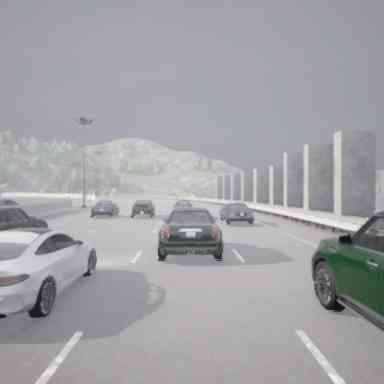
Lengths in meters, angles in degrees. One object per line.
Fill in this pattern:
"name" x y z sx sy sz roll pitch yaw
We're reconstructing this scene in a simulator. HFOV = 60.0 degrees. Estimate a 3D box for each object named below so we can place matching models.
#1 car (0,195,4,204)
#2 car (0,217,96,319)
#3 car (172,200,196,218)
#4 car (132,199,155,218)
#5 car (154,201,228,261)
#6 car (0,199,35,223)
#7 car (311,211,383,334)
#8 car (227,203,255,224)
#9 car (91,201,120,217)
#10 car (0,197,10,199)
"car" -32.738 1.256 54.624 1.882 1.535 5.008 0 0 -13
"car" -3.495 1.507 7.206 1.812 1.442 4.674 0 0 -1
"car" -0.816 1.481 30.234 1.994 1.385 4.181 0 0 -4
"car" -4.275 1.425 29.637 1.837 1.490 4.892 0 0 -4
"car" -0.088 1.318 12.370 2.097 1.767 4.553 0 0 -1
"car" -7.087 1.320 12.347 2.097 1.767 4.553 0 0 -1
"car" 3.559 1.208 4.560 2.150 2.045 5.566 0 0 -1
"car" 3.086 1.481 23.774 2.033 1.411 5.357 0 0 -2
"car" -7.832 1.483 30.233 1.994 1.385 4.181 0 0 -4
"car" -18.661 1.422 32.367 1.837 1.490 4.892 0 0 -4
